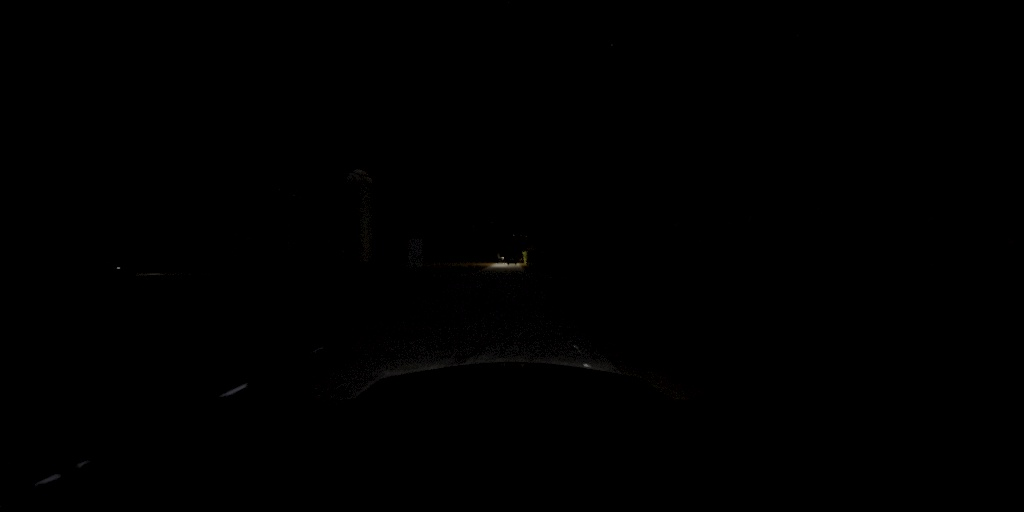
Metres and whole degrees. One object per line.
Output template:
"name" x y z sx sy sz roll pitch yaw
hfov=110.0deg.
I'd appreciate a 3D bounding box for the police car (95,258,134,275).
"police car" -41.719 1.053 36.674 5.238 1.638 1.930 0 -1 0
